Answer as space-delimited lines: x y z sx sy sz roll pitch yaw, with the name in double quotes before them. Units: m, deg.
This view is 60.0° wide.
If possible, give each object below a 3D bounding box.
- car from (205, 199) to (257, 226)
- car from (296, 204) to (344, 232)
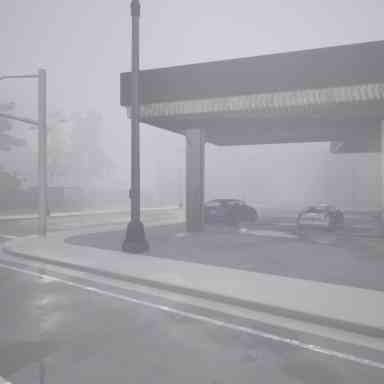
"car" 2.648 1.295 22.587 2.242 1.667 4.611 0 0 37
"car" 7.722 1.456 19.787 1.970 1.475 3.806 0 0 37
